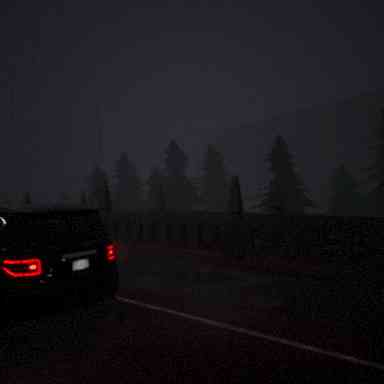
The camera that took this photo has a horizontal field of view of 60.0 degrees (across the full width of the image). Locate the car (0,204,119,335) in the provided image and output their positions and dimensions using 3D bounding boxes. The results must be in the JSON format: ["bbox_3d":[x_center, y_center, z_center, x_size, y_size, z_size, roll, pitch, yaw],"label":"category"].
[{"bbox_3d":[-3.934,1.276,6.796,5.566,2.045,2.150,-1,-1,35],"label":"car"}]
